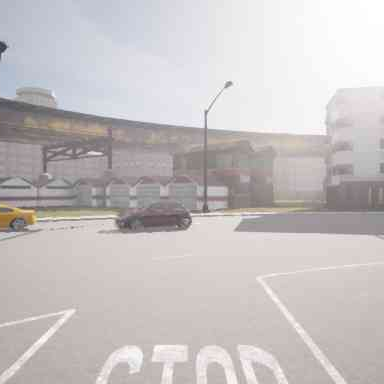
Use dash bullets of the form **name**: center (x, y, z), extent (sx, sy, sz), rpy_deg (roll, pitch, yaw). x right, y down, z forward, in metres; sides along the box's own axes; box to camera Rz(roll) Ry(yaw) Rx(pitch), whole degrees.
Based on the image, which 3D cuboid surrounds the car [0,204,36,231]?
- **car**: center (-11.665, 1.478, 19.010), extent (5.008, 1.535, 1.882), rpy_deg (0, -1, -35)

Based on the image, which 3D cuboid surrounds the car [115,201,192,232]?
- **car**: center (-2.345, 1.351, 20.243), extent (4.553, 1.767, 2.097), rpy_deg (0, 0, -24)
